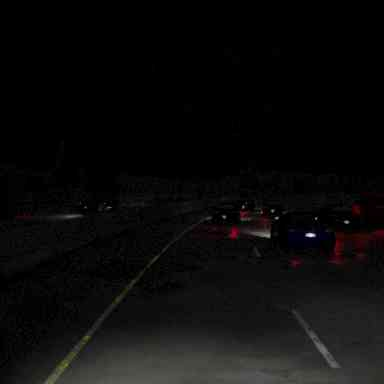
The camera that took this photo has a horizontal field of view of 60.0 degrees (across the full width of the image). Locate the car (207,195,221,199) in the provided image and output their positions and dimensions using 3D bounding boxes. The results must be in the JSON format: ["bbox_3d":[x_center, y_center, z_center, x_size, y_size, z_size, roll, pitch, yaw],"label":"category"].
[{"bbox_3d":[4.826,1.401,72.916,1.994,1.385,4.181,0,0,27],"label":"car"}]

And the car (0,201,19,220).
[{"bbox_3d":[-15.301,1.410,25.022,1.882,1.535,5.008,0,0,10],"label":"car"}]

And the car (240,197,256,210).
[{"bbox_3d":[6.683,1.447,41.015,1.837,1.490,4.892,0,1,17],"label":"car"}]

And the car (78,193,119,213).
[{"bbox_3d":[-9.707,1.148,35.048,2.150,2.045,5.566,0,0,14],"label":"car"}]

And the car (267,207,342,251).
[{"bbox_3d":[4.561,1.548,14.163,1.994,1.385,4.181,0,0,6],"label":"car"}]

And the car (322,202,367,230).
[{"bbox_3d":[9.015,1.506,20.845,1.812,1.442,4.674,0,0,9],"label":"car"}]

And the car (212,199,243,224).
[{"bbox_3d":[2.548,1.489,24.413,1.812,1.442,4.674,0,0,10],"label":"car"}]

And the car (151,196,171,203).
[{"bbox_3d":[-6.220,1.475,66.462,1.895,1.301,4.718,0,0,23],"label":"car"}]

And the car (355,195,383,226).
[{"bbox_3d":[12.995,1.204,23.347,2.150,2.045,5.566,0,0,11],"label":"car"}]

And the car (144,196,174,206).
[{"bbox_3d":[-4.381,1.415,41.358,2.128,1.511,4.902,0,0,16],"label":"car"}]

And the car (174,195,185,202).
[{"bbox_3d":[-2.975,1.412,65.148,1.812,1.442,4.674,0,0,24],"label":"car"}]

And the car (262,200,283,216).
[{"bbox_3d":[7.629,1.486,31.466,1.812,1.442,4.674,0,0,13],"label":"car"}]
